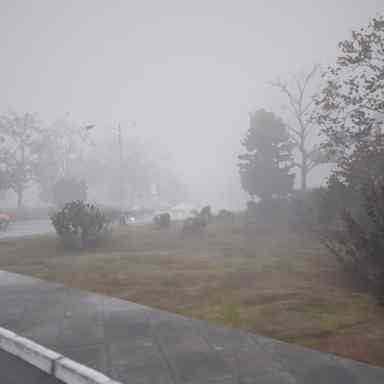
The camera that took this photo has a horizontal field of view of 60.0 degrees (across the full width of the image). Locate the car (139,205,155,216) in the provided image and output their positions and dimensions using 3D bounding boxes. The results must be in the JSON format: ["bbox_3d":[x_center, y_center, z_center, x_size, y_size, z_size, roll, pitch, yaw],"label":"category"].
[{"bbox_3d":[-6.624,2.392,42.087,1.812,1.442,4.674,-3,-2,32],"label":"car"}]

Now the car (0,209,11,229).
[{"bbox_3d":[-16.907,2.162,26.071,2.097,1.767,4.553,-3,-2,33],"label":"car"}]

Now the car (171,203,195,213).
[{"bbox_3d":[-1.330,2.455,50.501,1.812,1.442,4.674,-3,-2,33],"label":"car"}]

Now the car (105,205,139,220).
[{"bbox_3d":[-7.962,2.148,33.050,1.882,1.535,5.008,-3,-2,32],"label":"car"}]
